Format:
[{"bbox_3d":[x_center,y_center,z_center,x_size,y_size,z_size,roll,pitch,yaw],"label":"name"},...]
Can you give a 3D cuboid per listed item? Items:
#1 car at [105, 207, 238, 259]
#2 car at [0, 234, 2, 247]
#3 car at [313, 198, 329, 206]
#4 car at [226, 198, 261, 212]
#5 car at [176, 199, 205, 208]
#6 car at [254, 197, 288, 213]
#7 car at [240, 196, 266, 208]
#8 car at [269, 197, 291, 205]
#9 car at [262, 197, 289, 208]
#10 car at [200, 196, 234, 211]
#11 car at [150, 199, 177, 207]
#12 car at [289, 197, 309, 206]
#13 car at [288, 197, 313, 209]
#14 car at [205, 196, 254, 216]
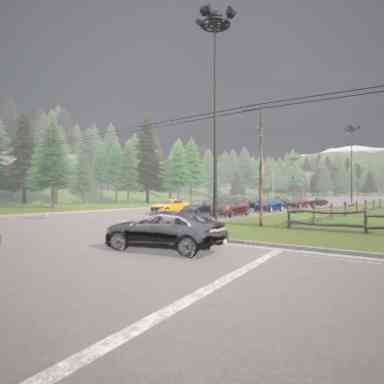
[{"bbox_3d":[-1.035,1.491,12.535,4.902,1.511,2.128,0,0,25],"label":"car"},{"bbox_3d":[-8.751,1.491,10.596,4.902,1.511,2.128,0,0,2],"label":"car"},{"bbox_3d":[20.420,1.601,53.527,1.895,1.301,4.718,0,0,37],"label":"car"},{"bbox_3d":[6.327,1.491,40.352,2.128,1.511,4.902,0,0,36],"label":"car"},{"bbox_3d":[0.871,1.526,32.867,1.812,1.442,4.674,0,0,37],"label":"car"},{"bbox_3d":[8.806,1.478,37.817,1.882,1.535,5.008,0,0,36],"label":"car"},{"bbox_3d":[9.357,1.478,50.349,1.882,1.535,5.008,0,0,36],"label":"car"},{"bbox_3d":[15.583,1.547,58.726,2.033,1.411,5.357,0,0,37],"label":"car"},{"bbox_3d":[12.238,1.491,48.363,2.128,1.511,4.902,0,0,37],"label":"car"},{"bbox_3d":[3.201,1.352,42.007,2.097,1.767,4.553,0,0,36],"label":"car"},{"bbox_3d":[-2.242,1.478,34.569,1.882,1.535,5.008,0,0,36],"label":"car"},{"bbox_3d":[18.193,1.564,56.393,1.994,1.385,4.181,0,0,37],"label":"car"},{"bbox_3d":[14.439,1.478,45.451,1.882,1.535,5.008,0,0,37],"label":"car"},{"bbox_3d":[3.531,1.352,30.604,2.097,1.767,4.553,0,0,36],"label":"car"}]
